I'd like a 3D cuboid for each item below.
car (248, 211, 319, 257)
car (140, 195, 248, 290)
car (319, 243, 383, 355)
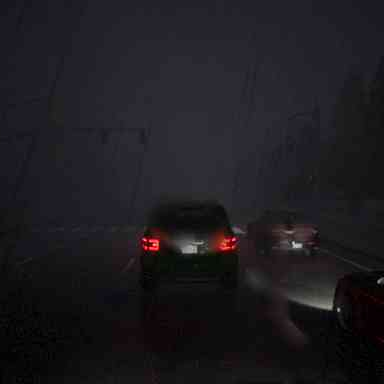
[{"bbox_3d":[3.333,1.491,12.972,2.128,1.511,4.902,0,0,0],"label":"car"},{"bbox_3d":[-0.100,1.221,9.215,2.150,2.045,5.566,0,0,-1],"label":"car"},{"bbox_3d":[3.424,1.564,4.064,1.994,1.385,4.181,0,0,-1],"label":"car"}]
